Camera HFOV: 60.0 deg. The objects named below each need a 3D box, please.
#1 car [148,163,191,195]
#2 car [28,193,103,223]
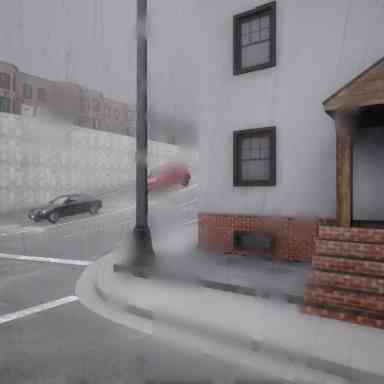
[{"bbox_3d":[-2.305,-1.187,28.661,2.150,2.045,5.566,0,13,34],"label":"car"},{"bbox_3d":[-7.782,0.873,20.830,1.812,1.442,4.674,0,7,35],"label":"car"}]
